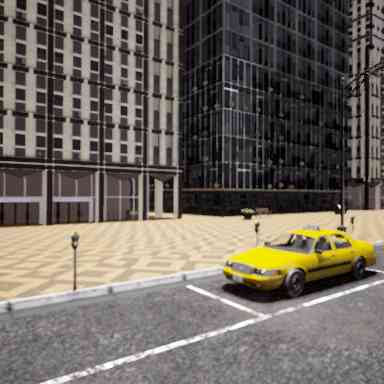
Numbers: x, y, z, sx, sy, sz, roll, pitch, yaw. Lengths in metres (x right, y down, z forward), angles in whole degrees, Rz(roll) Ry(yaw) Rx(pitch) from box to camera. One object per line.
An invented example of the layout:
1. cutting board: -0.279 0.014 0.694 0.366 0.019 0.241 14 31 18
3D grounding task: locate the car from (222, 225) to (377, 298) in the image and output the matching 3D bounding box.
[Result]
1. car: 2.965 1.576 8.673 4.829 1.417 1.752 0 0 -35
